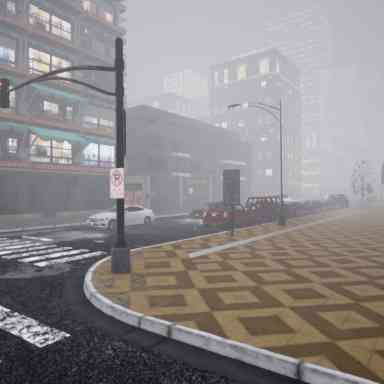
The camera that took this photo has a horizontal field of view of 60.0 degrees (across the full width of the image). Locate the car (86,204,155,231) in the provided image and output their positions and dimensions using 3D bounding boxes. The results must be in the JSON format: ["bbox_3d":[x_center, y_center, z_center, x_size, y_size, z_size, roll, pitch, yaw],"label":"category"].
[{"bbox_3d":[-4.303,1.515,20.734,1.812,1.442,4.674,-1,0,36],"label":"car"}]

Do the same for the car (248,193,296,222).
[{"bbox_3d":[5.750,1.215,25.273,2.192,1.841,5.009,-1,0,36],"label":"car"}]

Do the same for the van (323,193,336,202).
[{"bbox_3d":[29.203,1.229,70.504,1.690,1.788,3.998,-1,0,36],"label":"van"}]

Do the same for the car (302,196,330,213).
[{"bbox_3d":[12.375,1.421,34.287,1.887,1.381,4.507,-1,0,36],"label":"car"}]

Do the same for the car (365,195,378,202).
[{"bbox_3d":[35.555,1.333,65.838,1.887,1.381,4.507,-1,0,36],"label":"car"}]

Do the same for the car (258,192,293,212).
[{"bbox_3d":[10.322,1.147,40.610,2.150,2.045,5.566,-1,1,37],"label":"car"}]

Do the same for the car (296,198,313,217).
[{"bbox_3d":[9.064,1.470,29.779,1.802,1.307,4.206,-1,0,36],"label":"car"}]

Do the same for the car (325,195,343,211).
[{"bbox_3d":[15.686,1.415,38.794,2.008,1.369,4.403,-1,0,36],"label":"car"}]

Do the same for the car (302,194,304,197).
[{"bbox_3d":[22.481,1.439,61.352,1.752,1.417,4.829,-1,0,36],"label":"car"}]

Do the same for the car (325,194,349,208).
[{"bbox_3d":[18.995,1.167,43.302,2.192,1.841,5.009,-1,0,36],"label":"car"}]

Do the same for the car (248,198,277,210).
[{"bbox_3d":[9.235,1.489,43.322,1.752,1.417,4.829,-1,0,36],"label":"car"}]

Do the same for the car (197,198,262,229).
[{"bbox_3d":[2.439,1.352,20.765,1.967,1.590,4.097,-1,0,36],"label":"car"}]

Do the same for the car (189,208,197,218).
[{"bbox_3d":[1.986,1.514,29.291,2.033,1.411,5.357,-1,0,36],"label":"car"}]
